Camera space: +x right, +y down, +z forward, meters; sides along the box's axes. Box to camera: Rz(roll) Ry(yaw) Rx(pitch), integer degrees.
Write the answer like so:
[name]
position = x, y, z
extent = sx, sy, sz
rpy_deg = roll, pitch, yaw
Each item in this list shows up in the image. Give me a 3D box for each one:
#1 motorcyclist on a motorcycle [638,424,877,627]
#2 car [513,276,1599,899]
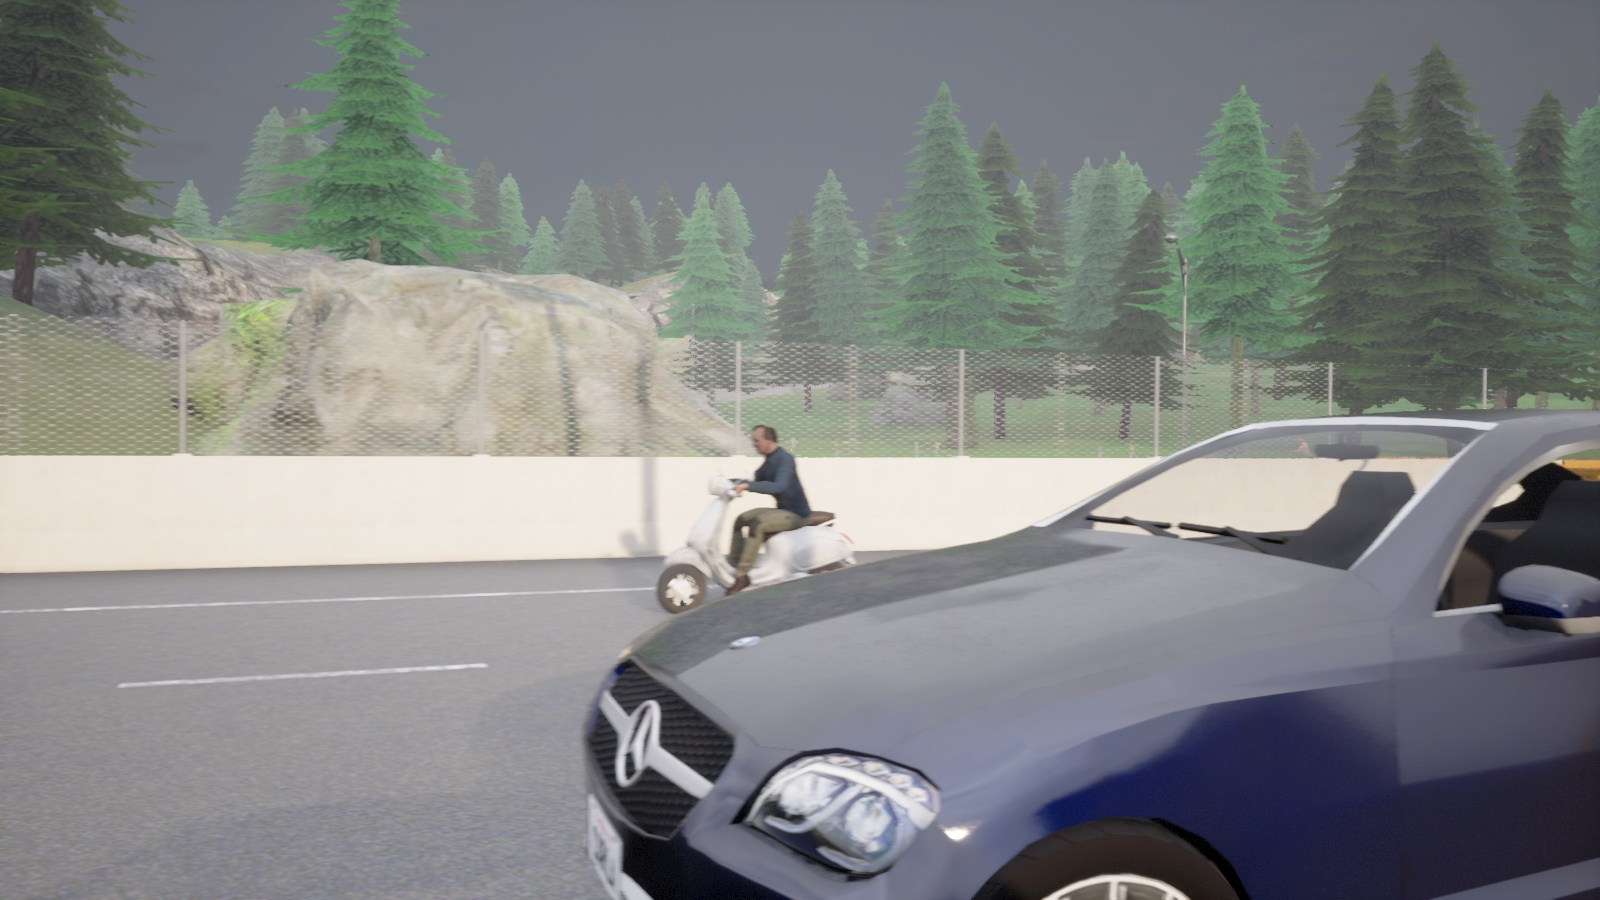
[motorcyclist on a motorcycle]
position = -0.365, 0.583, 10.587
extent = 1.817, 1.590, 0.866
rpy_deg = -1, 1, -21
[car]
position = 1.822, 0.493, 3.928
extent = 5.027, 1.651, 2.152
rpy_deg = -1, 1, -21
